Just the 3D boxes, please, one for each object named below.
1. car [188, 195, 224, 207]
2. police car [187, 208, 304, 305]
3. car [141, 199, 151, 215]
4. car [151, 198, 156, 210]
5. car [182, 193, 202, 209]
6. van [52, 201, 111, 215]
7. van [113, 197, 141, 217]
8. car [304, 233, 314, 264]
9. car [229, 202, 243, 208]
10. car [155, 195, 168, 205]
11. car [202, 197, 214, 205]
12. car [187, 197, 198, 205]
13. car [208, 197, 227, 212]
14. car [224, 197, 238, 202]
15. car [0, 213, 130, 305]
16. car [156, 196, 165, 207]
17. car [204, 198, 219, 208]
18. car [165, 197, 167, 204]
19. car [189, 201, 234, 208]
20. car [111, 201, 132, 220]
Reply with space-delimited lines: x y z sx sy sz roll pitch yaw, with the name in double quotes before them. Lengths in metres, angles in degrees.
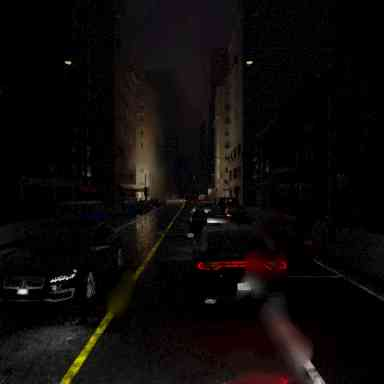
"car" 0.929 1.351 24.169 2.097 1.767 4.553 0 0 0
"police car" 0.909 1.425 8.309 1.930 1.638 5.238 0 0 0
"car" -5.629 1.568 33.537 1.947 1.339 4.313 0 0 0
"car" -5.622 1.585 39.038 1.802 1.307 4.206 0 0 0
"car" 0.081 1.358 46.286 2.097 1.767 4.553 0 0 1
"van" -5.650 1.341 17.034 1.690 1.788 3.998 0 0 0
"van" -5.636 1.342 28.035 1.690 1.788 3.998 0 0 0
"car" 2.869 1.581 11.521 1.802 1.307 4.206 0 0 0
"car" 2.883 1.582 22.523 1.802 1.307 4.206 0 0 0
"car" -5.596 1.452 61.044 1.967 1.590 4.097 0 0 0
"car" 2.930 1.578 61.033 1.947 1.339 4.313 0 0 0
"car" 0.072 1.575 59.069 1.994 1.385 4.181 0 0 0
"car" 2.903 1.443 39.028 1.967 1.590 4.097 0 0 0
"car" 2.889 1.316 28.025 2.192 1.841 5.009 0 0 0
"car" -2.991 1.504 8.305 1.837 1.490 4.892 0 0 0
"car" -5.609 1.573 50.041 1.947 1.339 4.313 0 0 0
"car" 2.916 1.558 50.030 2.008 1.369 4.403 0 0 0
"car" -5.603 1.592 55.542 1.802 1.307 4.206 0 0 0
"car" 0.921 1.478 18.199 1.882 1.535 5.008 0 0 0
"car" -5.643 1.551 22.534 2.008 1.369 4.403 0 0 0
